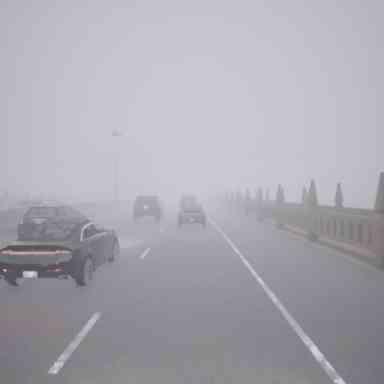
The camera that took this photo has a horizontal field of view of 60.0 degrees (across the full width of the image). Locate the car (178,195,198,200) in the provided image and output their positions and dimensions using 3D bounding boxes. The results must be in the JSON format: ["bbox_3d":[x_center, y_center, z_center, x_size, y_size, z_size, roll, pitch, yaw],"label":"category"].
[{"bbox_3d":[-0.494,1.365,40.738,2.150,2.045,5.566,0,0,-2],"label":"car"}]

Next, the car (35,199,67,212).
[{"bbox_3d":[-18.217,1.642,43.163,2.128,1.511,4.902,0,0,-1],"label":"car"}]

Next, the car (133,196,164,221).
[{"bbox_3d":[-3.652,1.320,28.346,2.150,2.045,5.566,0,0,-1],"label":"car"}]

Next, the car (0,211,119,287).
[{"bbox_3d":[-3.400,1.525,9.417,2.128,1.511,4.902,0,0,0],"label":"car"}]

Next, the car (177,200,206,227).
[{"bbox_3d":[-0.040,1.573,23.205,2.128,1.511,4.902,0,0,-1],"label":"car"}]

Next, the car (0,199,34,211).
[{"bbox_3d":[-14.345,1.452,28.794,2.097,1.767,4.553,0,0,-1],"label":"car"}]

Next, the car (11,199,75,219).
[{"bbox_3d":[-6.943,1.412,17.098,2.097,1.767,4.553,0,0,-1],"label":"car"}]
